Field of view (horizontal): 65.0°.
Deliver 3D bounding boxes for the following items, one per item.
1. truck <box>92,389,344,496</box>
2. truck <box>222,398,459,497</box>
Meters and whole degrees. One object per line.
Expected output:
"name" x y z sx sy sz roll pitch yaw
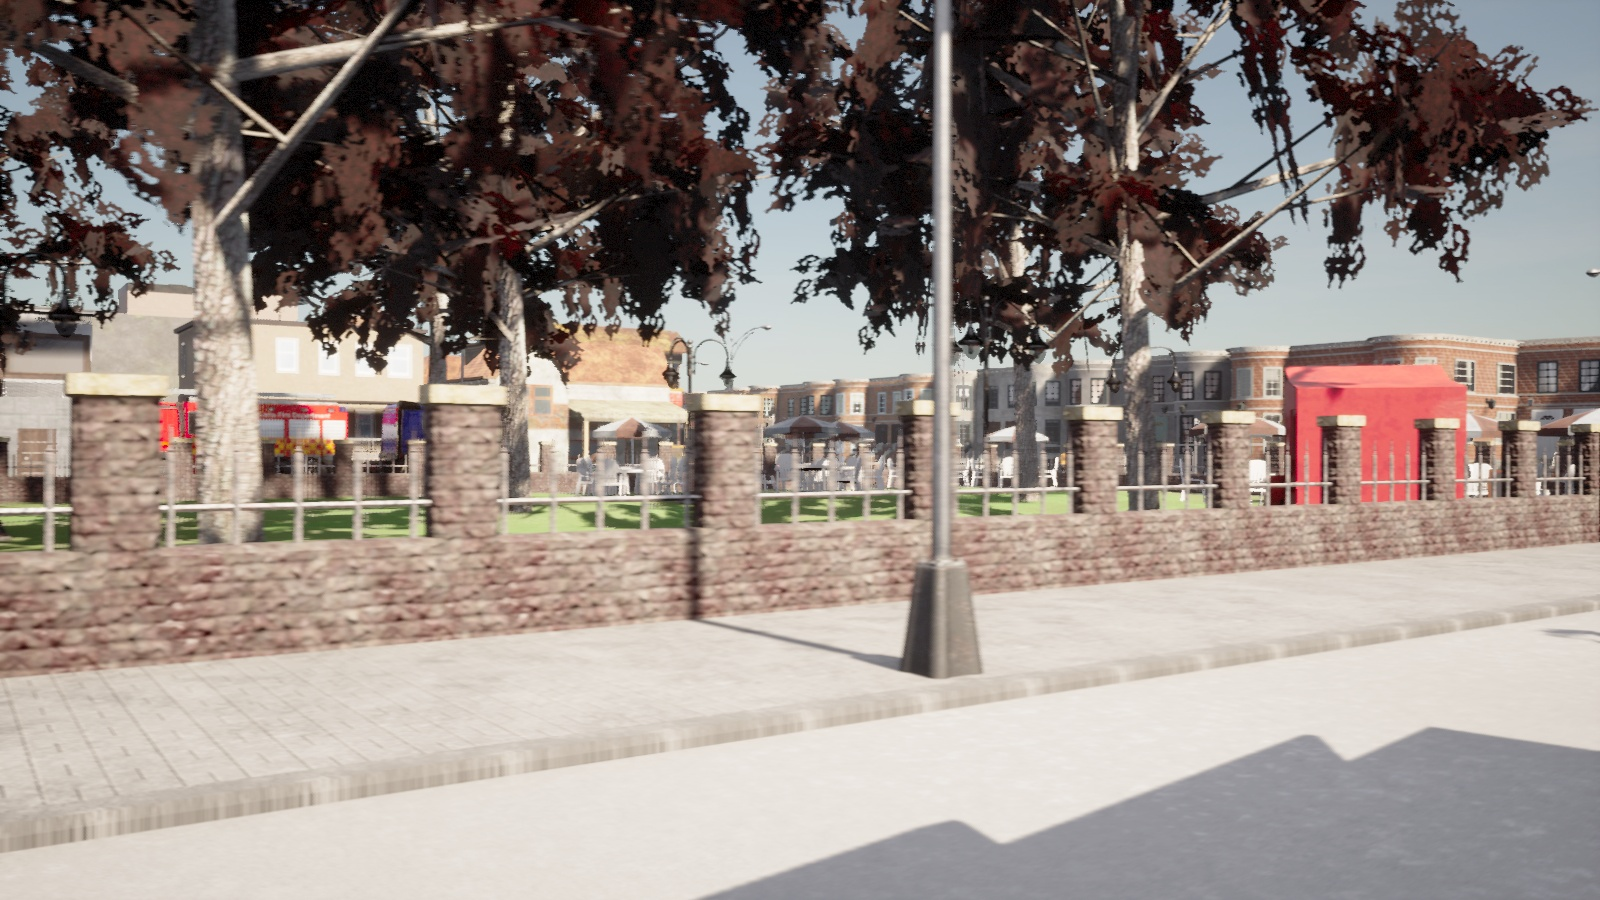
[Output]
"truck" -22.443 -0.252 48.681 8.468 3.827 2.891 0 0 -35
"truck" -17.256 -0.084 47.418 7.936 3.462 2.891 0 0 -35
